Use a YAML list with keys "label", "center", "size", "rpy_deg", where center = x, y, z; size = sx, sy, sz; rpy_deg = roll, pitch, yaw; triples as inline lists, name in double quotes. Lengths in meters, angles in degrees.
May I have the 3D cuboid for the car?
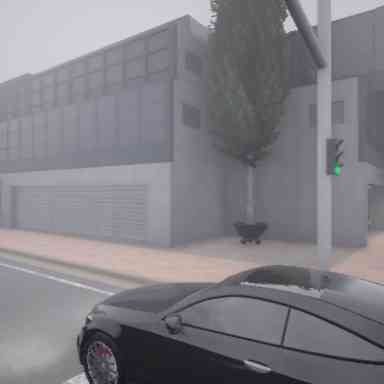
- label: "car"
  center: [0.794, 1.528, 3.449]
  size: [4.674, 1.442, 1.812]
  rpy_deg: [0, 0, 36]
